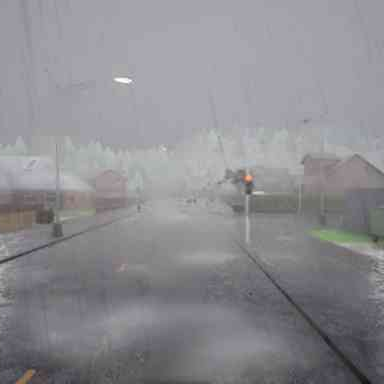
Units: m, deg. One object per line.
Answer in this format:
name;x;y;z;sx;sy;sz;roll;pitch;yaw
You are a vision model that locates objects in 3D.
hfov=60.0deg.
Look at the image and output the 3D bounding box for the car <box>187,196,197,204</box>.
car;-0.017;1.608;68.657;1.837;1.490;4.892;0;0;0
